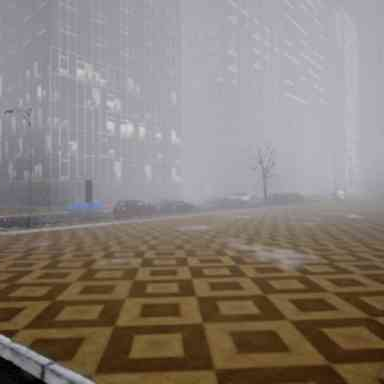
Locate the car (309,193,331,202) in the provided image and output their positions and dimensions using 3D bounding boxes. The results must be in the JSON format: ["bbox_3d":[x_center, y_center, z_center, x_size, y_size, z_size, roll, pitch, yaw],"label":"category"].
[{"bbox_3d":[24.794,1.128,64.664,1.752,1.417,4.829,0,1,41],"label":"car"}]

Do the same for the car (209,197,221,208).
[{"bbox_3d":[4.701,1.431,45.609,1.994,1.385,4.181,0,0,41],"label":"car"}]

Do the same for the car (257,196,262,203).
[{"bbox_3d":[13.323,1.253,55.567,1.837,1.490,4.892,0,0,41],"label":"car"}]

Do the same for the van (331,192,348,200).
[{"bbox_3d":[32.141,0.843,73.126,1.690,1.788,3.998,0,1,41],"label":"van"}]

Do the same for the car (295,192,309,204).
[{"bbox_3d":[17.222,1.021,55.943,2.192,1.841,5.009,0,1,41],"label":"car"}]

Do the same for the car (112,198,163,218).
[{"bbox_3d":[-5.061,1.454,30.092,1.967,1.590,4.097,0,1,41],"label":"car"}]

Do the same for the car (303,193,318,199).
[{"bbox_3d":[29.557,1.066,82.934,1.947,1.339,4.313,0,1,41],"label":"car"}]

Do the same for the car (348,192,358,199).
[{"bbox_3d":[39.631,0.857,82.283,1.801,1.575,5.366,0,0,41],"label":"car"}]

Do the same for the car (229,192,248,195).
[{"bbox_3d":[7.071,1.046,52.964,2.150,2.045,5.566,0,0,41],"label":"car"}]

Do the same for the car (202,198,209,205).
[{"bbox_3d":[3.448,1.424,52.863,1.947,1.339,4.313,0,1,41],"label":"car"}]

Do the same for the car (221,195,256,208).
[{"bbox_3d":[6.034,1.442,43.059,1.802,1.307,4.206,0,1,41],"label":"car"}]

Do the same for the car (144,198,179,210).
[{"bbox_3d":[-4.017,1.506,44.279,1.887,1.381,4.507,0,1,41],"label":"car"}]

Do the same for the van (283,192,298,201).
[{"bbox_3d":[22.096,0.943,74.340,1.690,1.788,3.998,0,1,41],"label":"van"}]

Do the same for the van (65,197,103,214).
[{"bbox_3d":[-11.560,1.406,35.760,1.690,1.788,3.998,0,1,41],"label":"van"}]

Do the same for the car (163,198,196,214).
[{"bbox_3d":[-1.374,1.529,34.425,1.947,1.339,4.313,0,1,41],"label":"car"}]

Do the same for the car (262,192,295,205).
[{"bbox_3d":[13.493,1.073,51.648,2.192,1.841,5.009,0,1,41],"label":"car"}]
